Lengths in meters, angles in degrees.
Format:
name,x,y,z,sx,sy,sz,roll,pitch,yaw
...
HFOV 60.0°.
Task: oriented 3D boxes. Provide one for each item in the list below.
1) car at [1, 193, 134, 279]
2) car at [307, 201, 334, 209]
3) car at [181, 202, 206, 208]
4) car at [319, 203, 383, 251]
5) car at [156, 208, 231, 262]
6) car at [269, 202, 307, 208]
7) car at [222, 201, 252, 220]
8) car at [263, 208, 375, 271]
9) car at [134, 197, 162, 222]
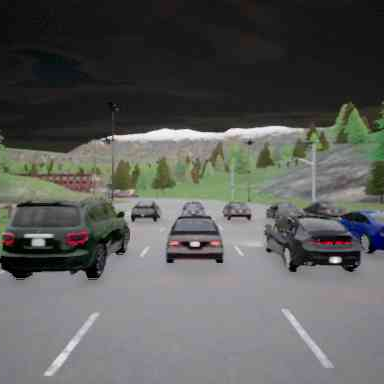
name,x,y,z,sx,sy,sz,roll,pitch,yaw
car,-3.399,1.191,10.046,2.150,2.045,5.566,0,0,0
car,10.573,1.461,26.902,2.033,1.411,5.357,0,0,0
car,0.093,1.464,25.960,2.033,1.411,5.357,0,0,0
car,7.102,1.435,13.293,1.882,1.535,5.008,0,0,0
car,0.099,1.509,11.872,2.033,1.411,5.357,0,0,0
car,7.082,1.481,25.938,1.994,1.385,4.181,0,0,0
car,3.572,1.461,26.967,2.033,1.411,5.357,0,0,-1
car,3.602,1.469,10.778,1.837,1.490,4.892,0,0,0
car,-3.411,1.409,25.508,2.128,1.511,4.902,0,0,0
